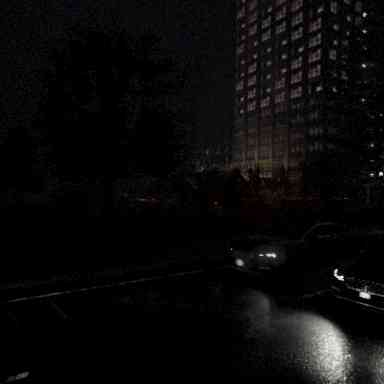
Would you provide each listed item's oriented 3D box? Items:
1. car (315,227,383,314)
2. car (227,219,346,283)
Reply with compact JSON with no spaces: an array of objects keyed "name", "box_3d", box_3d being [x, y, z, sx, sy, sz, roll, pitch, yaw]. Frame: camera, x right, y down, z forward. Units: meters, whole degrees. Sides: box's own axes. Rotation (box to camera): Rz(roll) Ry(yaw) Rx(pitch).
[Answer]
[{"name":"car","box_3d":[5.021,1.592,7.268,4.892,1.490,1.837,1,0,-36]},{"name":"car","box_3d":[3.229,1.579,9.982,4.902,1.511,2.128,1,0,-36]}]
